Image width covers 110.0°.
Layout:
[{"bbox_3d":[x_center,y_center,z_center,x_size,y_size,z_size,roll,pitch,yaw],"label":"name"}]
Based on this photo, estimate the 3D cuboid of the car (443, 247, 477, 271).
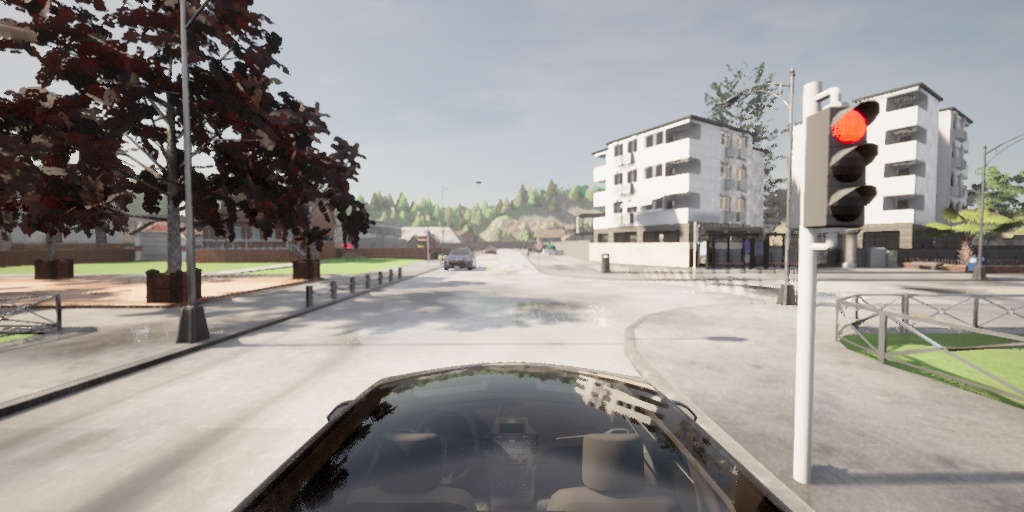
[{"bbox_3d":[-3.989,0.166,28.054,2.097,1.767,4.553,0,1,0],"label":"car"}]
